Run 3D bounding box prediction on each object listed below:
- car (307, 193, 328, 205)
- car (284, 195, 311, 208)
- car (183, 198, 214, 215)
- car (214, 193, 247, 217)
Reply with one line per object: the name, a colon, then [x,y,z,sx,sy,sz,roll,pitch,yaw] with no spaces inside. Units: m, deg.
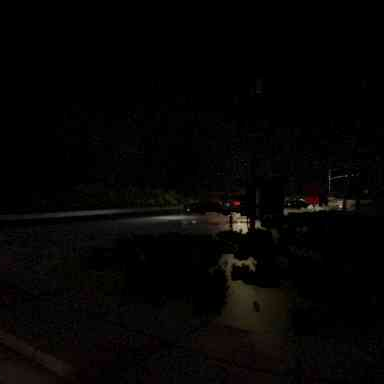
car: [18.976,1.125,50.553,2.150,2.045,5.566,1,0,36]
car: [13.117,1.467,42.356,1.994,1.385,4.181,1,0,36]
car: [1.114,1.370,31.779,2.128,1.511,4.902,1,0,36]
car: [4.652,1.124,30.533,2.150,2.045,5.566,1,0,37]
